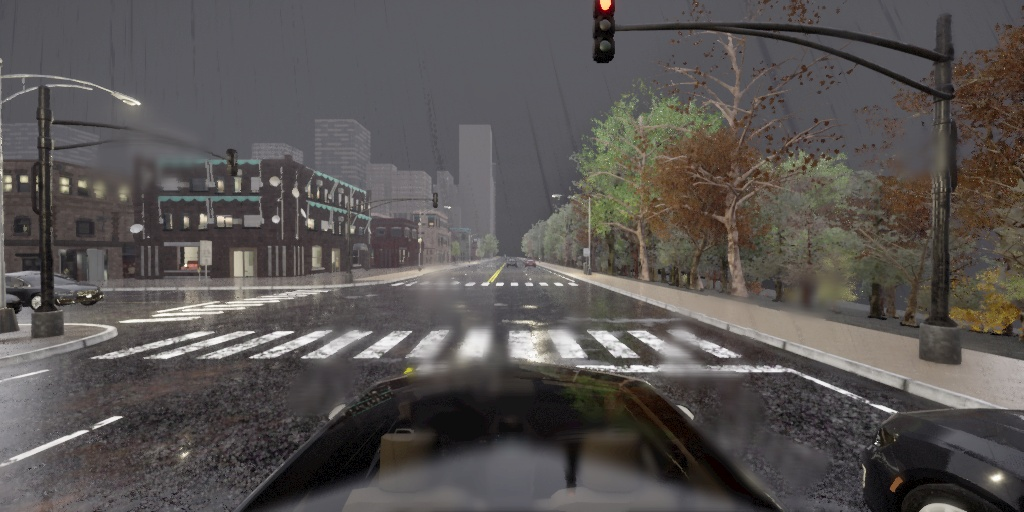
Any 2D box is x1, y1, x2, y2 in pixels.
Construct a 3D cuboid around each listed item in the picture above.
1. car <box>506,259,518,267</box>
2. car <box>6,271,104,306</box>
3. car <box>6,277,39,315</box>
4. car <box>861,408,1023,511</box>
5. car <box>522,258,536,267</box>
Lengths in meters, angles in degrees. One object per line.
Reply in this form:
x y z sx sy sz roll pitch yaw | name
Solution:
-0.044 1.231 63.068 1.837 1.490 4.892 0 0 0 | car
-20.314 1.480 15.147 4.892 1.490 1.837 -1 1 0 | car
-19.972 1.565 12.443 4.313 1.339 1.948 0 0 0 | car
3.353 1.255 0.450 1.837 1.490 4.892 0 0 0 | car
3.207 1.252 63.382 1.812 1.442 4.674 0 0 0 | car
